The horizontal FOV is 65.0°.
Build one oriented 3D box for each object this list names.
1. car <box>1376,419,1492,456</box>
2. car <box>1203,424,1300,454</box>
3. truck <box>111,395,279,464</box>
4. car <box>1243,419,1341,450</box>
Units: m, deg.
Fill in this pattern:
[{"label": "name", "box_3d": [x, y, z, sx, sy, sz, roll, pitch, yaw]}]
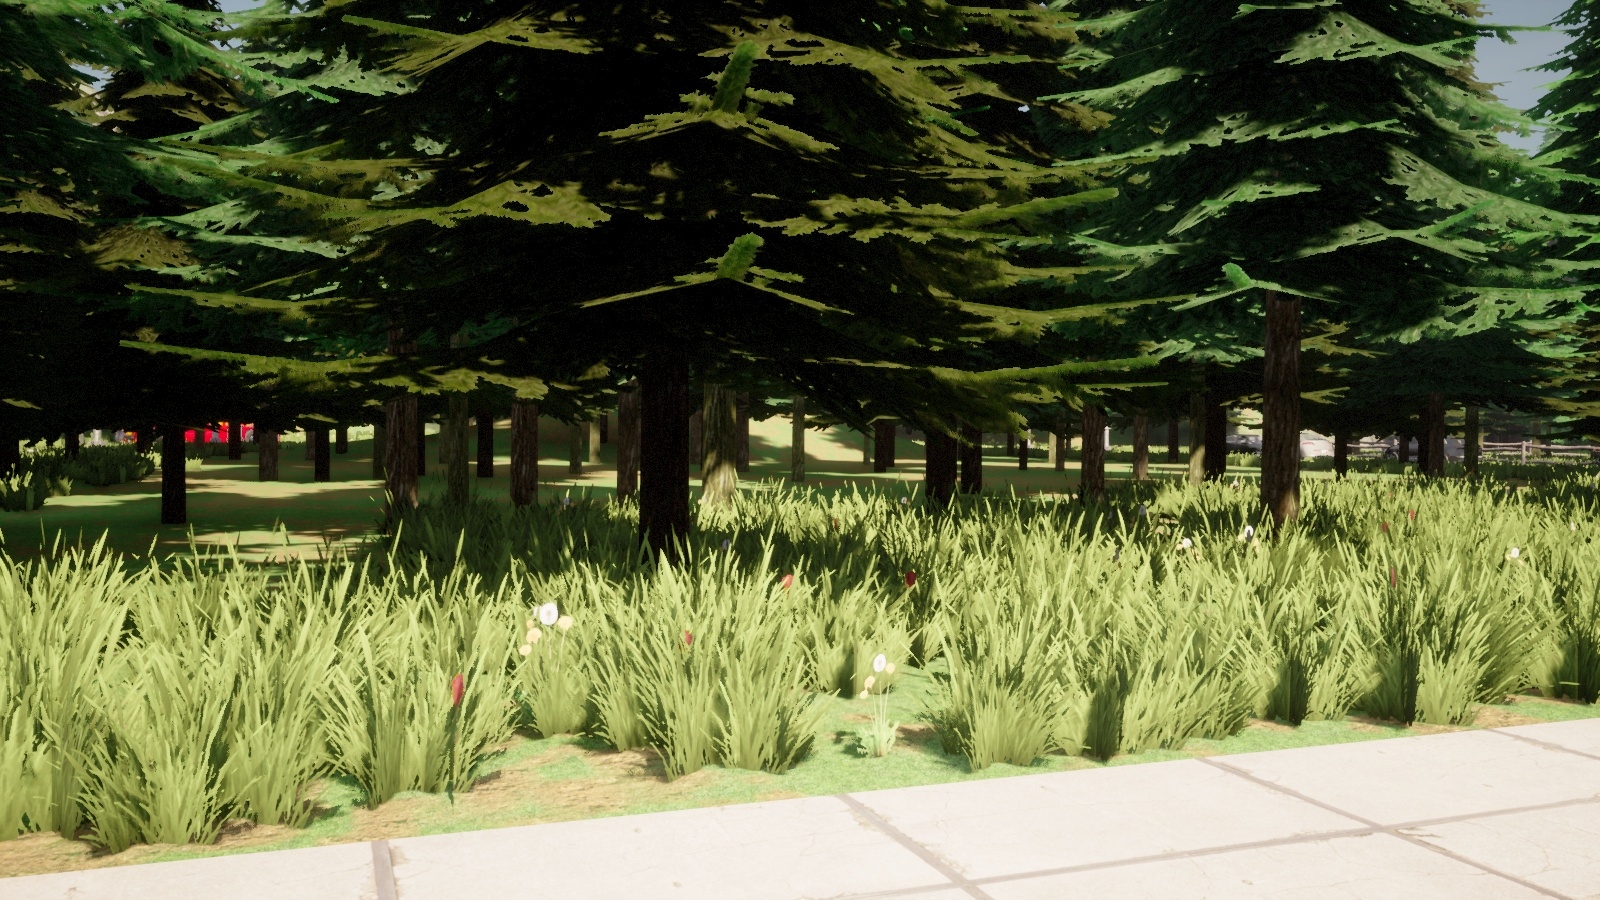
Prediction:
[{"label": "car", "box_3d": [29.944, -0.590, 59.509, 2.033, 1.649, 4.856, -1, 1, -20]}, {"label": "car", "box_3d": [23.783, -0.609, 66.343, 2.128, 1.511, 4.902, -1, 1, -21]}, {"label": "truck", "box_3d": [-35.417, -1.213, 73.895, 2.891, 3.827, 8.468, 0, 1, 37]}, {"label": "car", "box_3d": [26.747, -0.852, 68.436, 2.152, 1.651, 5.027, -1, 1, -20]}]
